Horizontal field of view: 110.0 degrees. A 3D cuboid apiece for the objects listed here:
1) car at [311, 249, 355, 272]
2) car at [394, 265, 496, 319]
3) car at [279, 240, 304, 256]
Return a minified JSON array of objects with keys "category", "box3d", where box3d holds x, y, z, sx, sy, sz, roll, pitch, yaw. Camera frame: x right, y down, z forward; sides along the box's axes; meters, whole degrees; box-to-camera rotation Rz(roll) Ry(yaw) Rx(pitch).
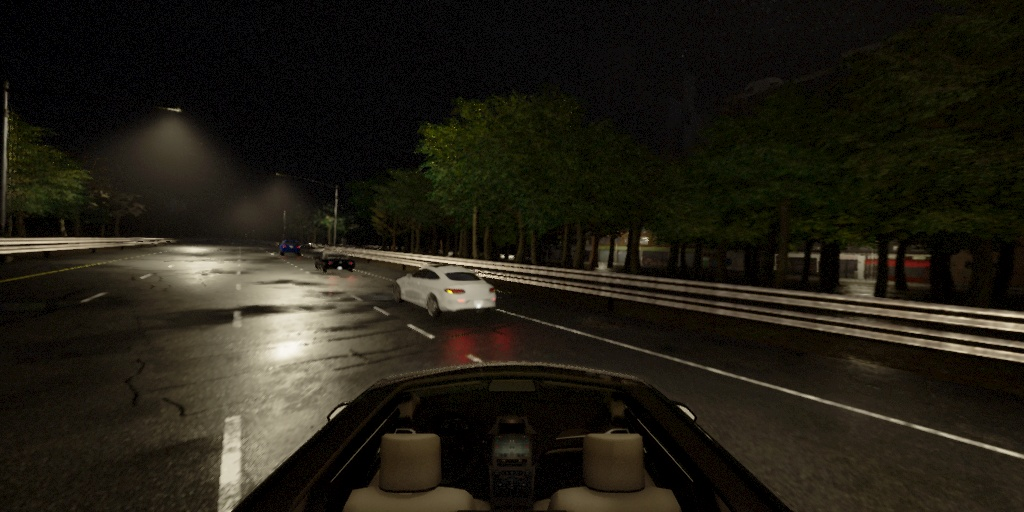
[{"category":"car","box3d":[-12.604,0.408,25.306,1.895,1.301,4.718,2,1,-37]},{"category":"car","box3d":[-2.287,1.021,11.650,1.812,1.442,4.674,2,1,-37]},{"category":"car","box3d":[-29.957,-1.126,48.406,2.150,2.045,5.566,2,1,-35]}]
